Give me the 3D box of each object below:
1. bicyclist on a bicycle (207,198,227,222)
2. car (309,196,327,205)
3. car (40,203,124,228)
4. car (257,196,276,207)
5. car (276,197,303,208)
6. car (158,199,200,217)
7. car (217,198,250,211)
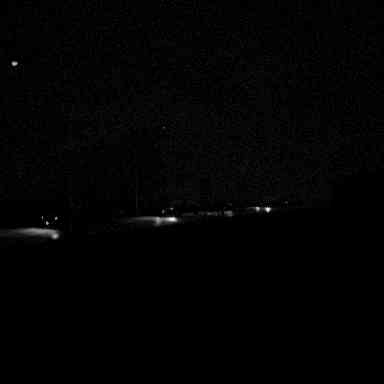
[{"bbox_3d":[1.709,1.247,22.848,1.656,1.620,0.582,0,0,35],"label":"bicyclist on a bicycle"},{"bbox_3d":[21.178,1.352,55.739,1.882,1.535,5.008,-1,-1,35],"label":"car"},{"bbox_3d":[-6.762,1.385,21.170,2.033,1.411,5.357,-1,0,34],"label":"car"},{"bbox_3d":[10.556,1.344,45.695,1.812,1.442,4.674,-1,-1,36],"label":"car"},{"bbox_3d":[13.348,1.355,44.625,1.994,1.385,4.181,-1,-1,35],"label":"car"},{"bbox_3d":[-1.033,1.341,29.346,1.812,1.442,4.674,-1,0,35],"label":"car"},{"bbox_3d":[4.732,1.402,37.500,1.895,1.301,4.718,-1,0,35],"label":"car"}]
